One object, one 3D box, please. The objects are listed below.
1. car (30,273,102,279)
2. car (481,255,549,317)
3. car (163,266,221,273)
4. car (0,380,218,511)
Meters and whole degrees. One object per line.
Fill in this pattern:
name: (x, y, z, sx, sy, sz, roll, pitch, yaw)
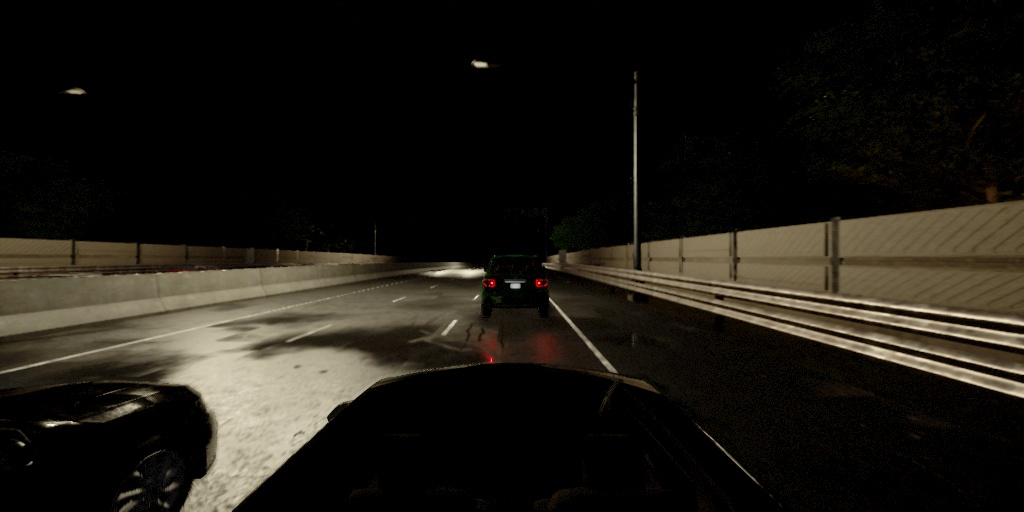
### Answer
car: (-17.590, 1.361, 13.810, 1.895, 1.301, 4.718, 0, 0, 0)
car: (0.105, 0.980, 13.280, 2.150, 2.045, 5.566, 0, 0, 0)
car: (-24.490, 1.434, 27.951, 1.895, 1.301, 4.718, 0, 0, 0)
car: (-3.400, 1.255, 1.011, 1.837, 1.490, 4.892, 0, 0, 0)
